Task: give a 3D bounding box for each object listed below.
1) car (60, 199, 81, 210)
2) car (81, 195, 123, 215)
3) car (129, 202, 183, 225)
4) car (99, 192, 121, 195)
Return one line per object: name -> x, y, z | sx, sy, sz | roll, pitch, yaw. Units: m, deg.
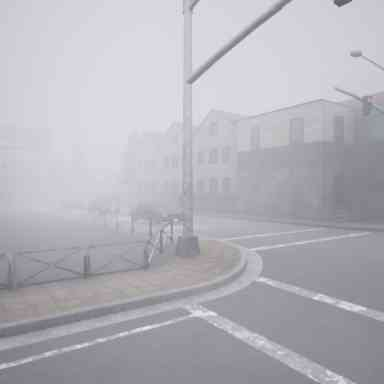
car -> -14.103, 1.422, 39.278 | 1.895, 1.301, 4.718 | 0, 0, -35
car -> -8.283, 1.313, 31.006 | 2.128, 1.511, 4.902 | 0, 0, -35
car -> -2.538, 1.369, 22.887 | 2.033, 1.411, 5.357 | 0, 0, -35
car -> -10.220, 1.043, 40.118 | 2.150, 2.045, 5.566 | 0, 0, -35
